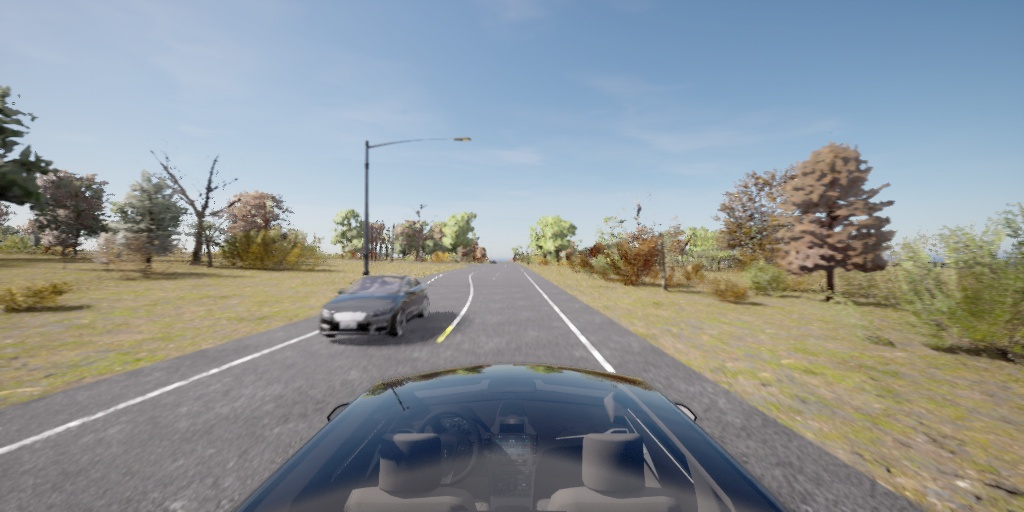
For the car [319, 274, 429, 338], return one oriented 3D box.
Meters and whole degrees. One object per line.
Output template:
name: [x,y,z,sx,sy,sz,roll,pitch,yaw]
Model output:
car: [-3.711,1.298,10.466,2.128,1.511,4.902,0,0,-1]
